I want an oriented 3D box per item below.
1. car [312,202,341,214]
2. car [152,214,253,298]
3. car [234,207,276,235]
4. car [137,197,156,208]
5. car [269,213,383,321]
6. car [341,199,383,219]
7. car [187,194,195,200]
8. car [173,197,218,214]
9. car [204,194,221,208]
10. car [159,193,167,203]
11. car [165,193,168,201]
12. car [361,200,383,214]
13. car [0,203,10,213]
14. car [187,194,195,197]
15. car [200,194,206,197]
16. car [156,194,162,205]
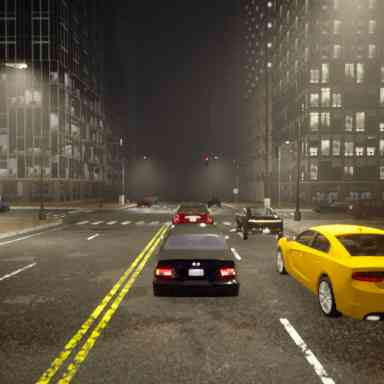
[{"bbox_3d":[15.007,1.697,34.436,4.718,1.301,1.895,0,1,1],"label":"car"},{"bbox_3d":[0.067,1.542,8.704,2.033,1.411,5.357,0,0,0],"label":"car"},{"bbox_3d":[3.278,1.480,16.848,2.128,1.511,4.902,0,0,1],"label":"car"},{"bbox_3d":[-6.782,1.559,48.364,1.895,1.301,4.718,0,0,0],"label":"car"},{"bbox_3d":[3.323,1.473,7.432,1.882,1.535,5.008,0,0,0],"label":"car"},{"bbox_3d":[16.094,1.515,28.636,5.009,1.841,2.192,1,0,1],"label":"car"},{"bbox_3d":[-0.340,1.281,89.781,1.994,1.385,4.181,0,0,0],"label":"car"},{"bbox_3d":[0.034,1.340,18.018,2.097,1.767,4.553,0,0,0],"label":"car"},{"bbox_3d":[3.116,1.465,47.686,1.837,1.490,4.892,0,0,0],"label":"car"},{"bbox_3d":[-6.774,1.497,67.541,1.994,1.385,4.181,0,0,0],"label":"car"},{"bbox_3d":[-6.796,1.142,78.290,2.150,2.045,5.566,0,0,0],"label":"car"},{"bbox_3d":[21.671,1.638,36.943,4.829,1.417,1.752,1,0,1],"label":"car"},{"bbox_3d":[-20.033,1.312,31.682,5.008,1.535,1.882,1,1,1],"label":"car"},{"bbox_3d":[-0.301,1.458,79.746,1.994,1.385,4.181,0,0,0],"label":"car"},{"bbox_3d":[2.936,1.262,83.061,2.097,1.767,4.553,0,0,0],"label":"car"},{"bbox_3d":[-6.792,1.548,57.536,1.895,1.301,4.718,0,0,0],"label":"car"}]
